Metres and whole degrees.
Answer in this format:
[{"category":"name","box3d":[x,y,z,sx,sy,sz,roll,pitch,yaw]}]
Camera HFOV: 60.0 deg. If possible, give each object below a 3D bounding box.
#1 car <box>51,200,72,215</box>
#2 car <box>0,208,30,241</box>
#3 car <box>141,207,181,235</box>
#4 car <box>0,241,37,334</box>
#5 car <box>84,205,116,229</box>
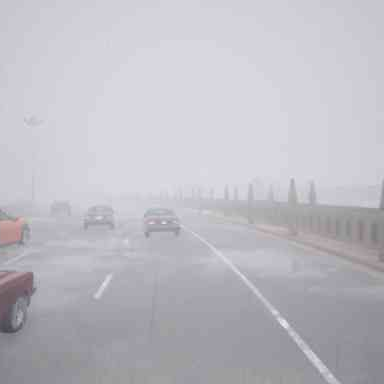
[{"category":"car","box3d":[-13.459,1.540,34.308,2.128,1.511,4.902,0,0,-20]},{"category":"car","box3d":[-8.016,1.381,12.811,2.097,1.767,4.553,0,0,-7]},{"category":"car","box3d":[-1.840,1.554,18.775,2.033,1.411,5.357,0,0,-11]},{"category":"car","box3d":[-3.618,1.614,3.801,1.895,1.301,4.718,0,0,-2]},{"category":"car","box3d":[-6.082,1.569,22.072,2.033,1.411,5.357,0,0,-13]}]
